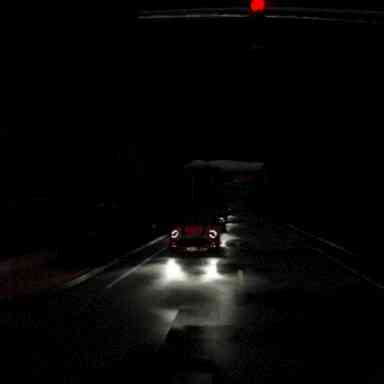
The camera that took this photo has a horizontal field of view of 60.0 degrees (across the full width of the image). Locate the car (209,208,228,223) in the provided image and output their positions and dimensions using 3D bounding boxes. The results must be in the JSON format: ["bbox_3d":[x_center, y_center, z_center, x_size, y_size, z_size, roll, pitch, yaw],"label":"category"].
[{"bbox_3d":[2.917,2.508,35.916,1.812,1.442,4.674,-1,-2,7],"label":"car"}]

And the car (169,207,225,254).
[{"bbox_3d":[0.307,1.776,15.575,2.097,1.767,4.553,-1,-2,7],"label":"car"}]

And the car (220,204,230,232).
[{"bbox_3d":[1.581,2.050,25.546,2.097,1.767,4.553,-1,-2,7],"label":"car"}]
